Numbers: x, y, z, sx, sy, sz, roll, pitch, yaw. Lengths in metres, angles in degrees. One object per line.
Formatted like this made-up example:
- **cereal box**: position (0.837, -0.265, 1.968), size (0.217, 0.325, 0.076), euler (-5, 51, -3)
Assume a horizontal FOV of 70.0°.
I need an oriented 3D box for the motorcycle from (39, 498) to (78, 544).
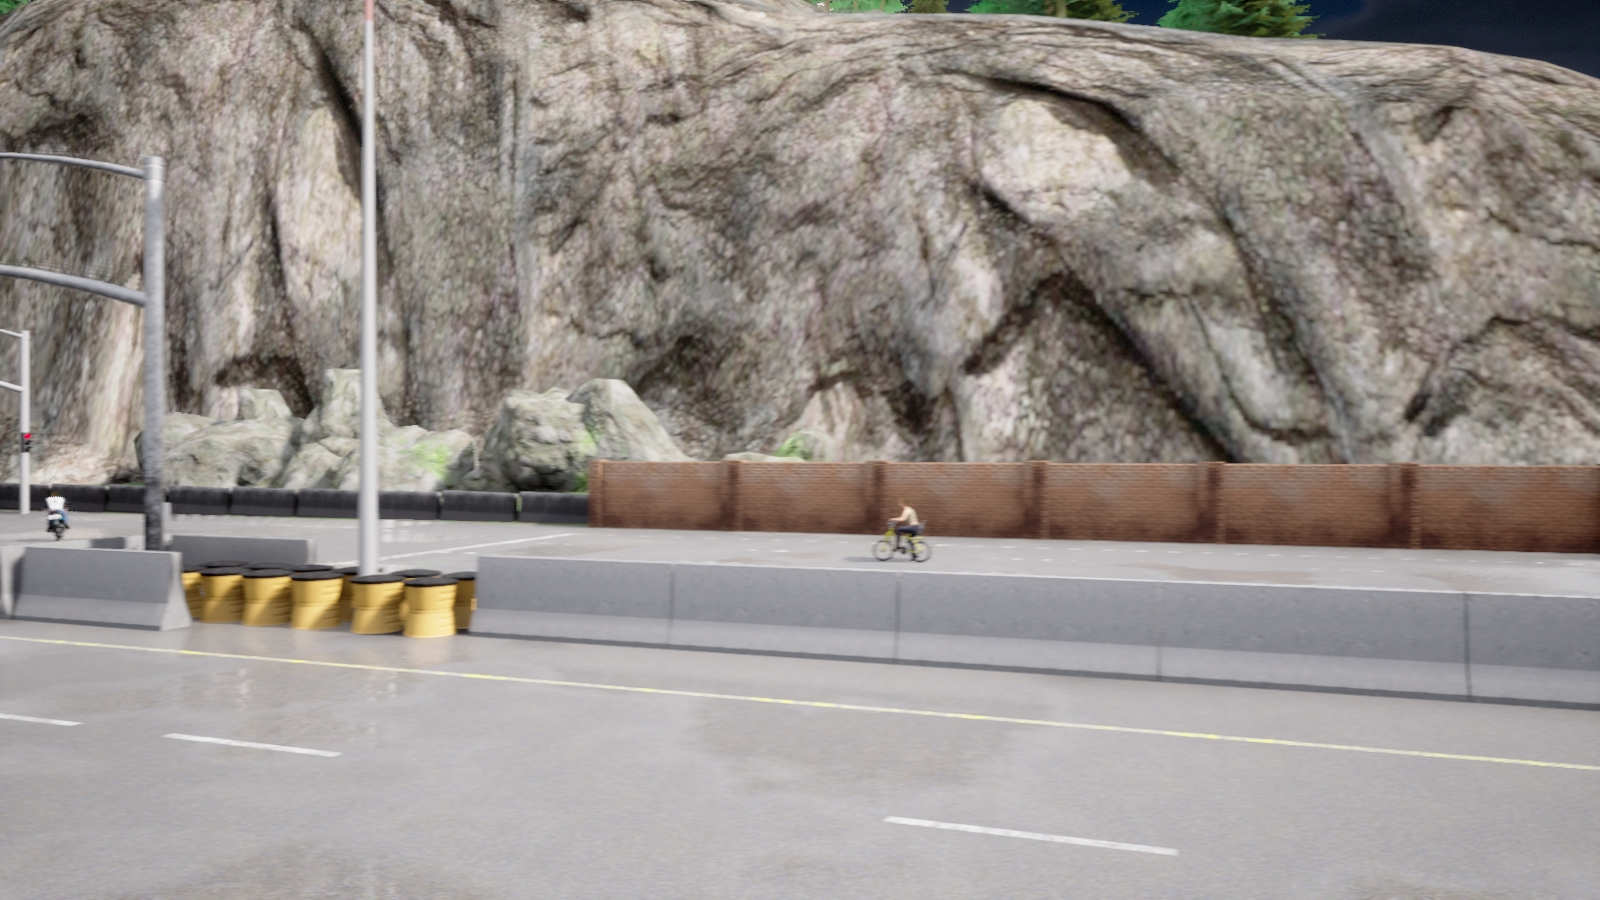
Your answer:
- **motorcycle**: position (-22.650, 2.150, 34.936), size (0.803, 1.217, 2.033), euler (-5, 3, -30)
